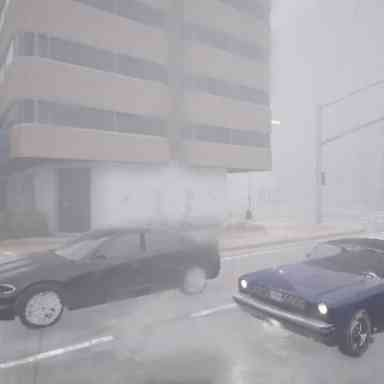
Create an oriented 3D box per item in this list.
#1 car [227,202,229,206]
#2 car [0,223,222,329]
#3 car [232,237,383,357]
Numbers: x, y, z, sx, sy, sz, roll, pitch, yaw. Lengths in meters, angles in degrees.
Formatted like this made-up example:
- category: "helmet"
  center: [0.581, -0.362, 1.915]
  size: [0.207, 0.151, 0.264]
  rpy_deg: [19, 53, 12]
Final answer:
- category: "car"
  center: [3.197, 1.456, 48.021]
  size: [1.837, 1.490, 4.892]
  rpy_deg: [0, 0, -36]
- category: "car"
  center: [-1.640, 1.473, 7.108]
  size: [5.008, 1.535, 1.882]
  rpy_deg: [0, 0, -35]
- category: "car"
  center: [3.018, 1.591, 6.120]
  size: [4.718, 1.301, 1.895]
  rpy_deg: [0, 0, -35]
